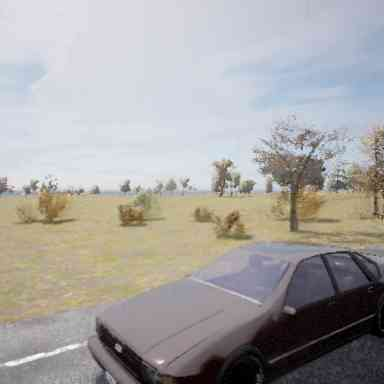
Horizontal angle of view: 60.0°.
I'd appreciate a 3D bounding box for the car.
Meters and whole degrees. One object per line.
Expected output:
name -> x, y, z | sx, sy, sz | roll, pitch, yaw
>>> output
car -> 1.341, 1.504, 4.948 | 5.357, 1.411, 2.033 | -1, 0, -35
